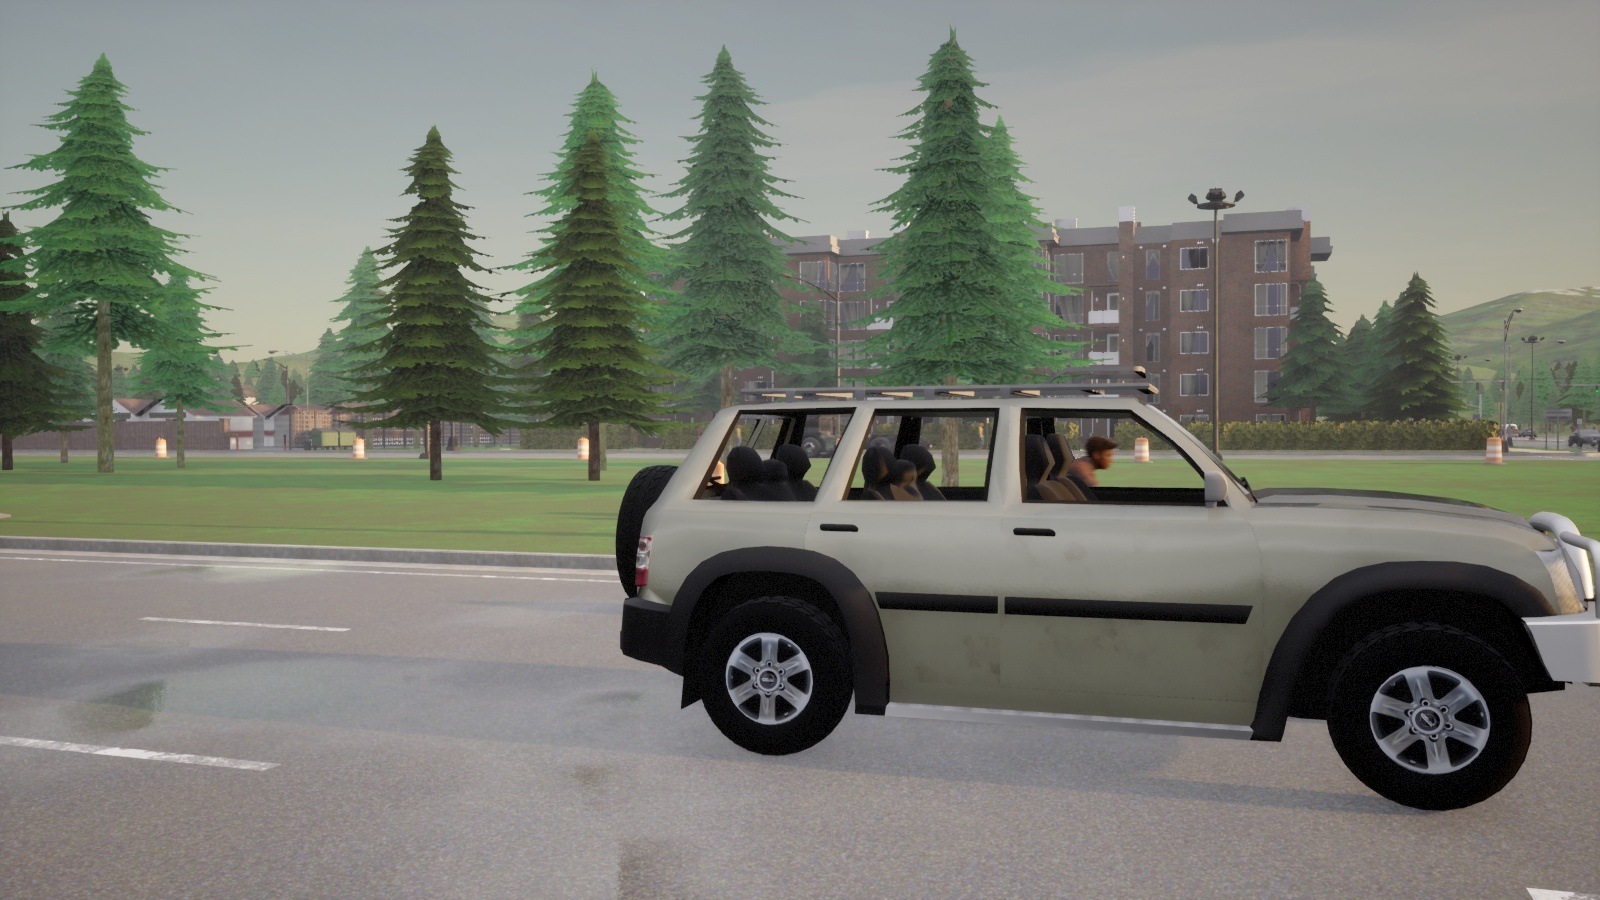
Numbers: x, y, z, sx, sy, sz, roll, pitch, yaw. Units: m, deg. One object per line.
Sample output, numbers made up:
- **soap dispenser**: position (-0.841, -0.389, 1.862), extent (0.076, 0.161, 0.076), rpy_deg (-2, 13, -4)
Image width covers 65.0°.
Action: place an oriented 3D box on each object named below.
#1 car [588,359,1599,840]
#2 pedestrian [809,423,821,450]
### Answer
- **car**: position (1.444, 0.546, 6.396), extent (4.605, 1.855, 1.932), rpy_deg (1, 1, 18)
- **pedestrian**: position (1.034, -0.930, 86.802), extent (0.726, 1.835, 0.370), rpy_deg (1, 1, 20)
